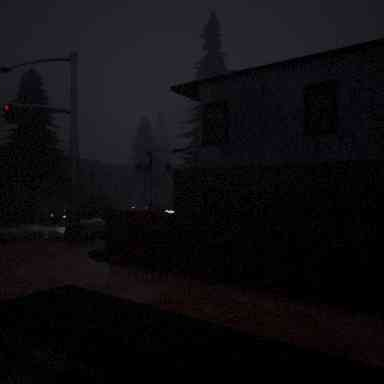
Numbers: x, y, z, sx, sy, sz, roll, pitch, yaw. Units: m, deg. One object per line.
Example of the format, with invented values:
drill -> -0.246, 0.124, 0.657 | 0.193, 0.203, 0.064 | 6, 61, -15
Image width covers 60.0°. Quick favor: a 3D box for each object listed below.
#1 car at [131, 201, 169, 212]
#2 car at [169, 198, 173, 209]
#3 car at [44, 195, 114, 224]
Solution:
car -> -4.368, 1.603, 34.126 | 1.895, 1.301, 4.718 | 0, 0, 18
car -> -2.012, 1.497, 44.185 | 2.128, 1.511, 4.902 | 0, 0, 9
car -> -8.200, 1.222, 24.875 | 2.150, 2.045, 5.566 | 0, 0, 27
